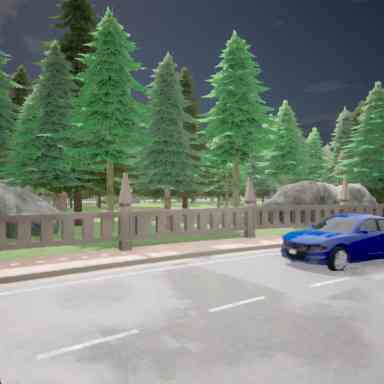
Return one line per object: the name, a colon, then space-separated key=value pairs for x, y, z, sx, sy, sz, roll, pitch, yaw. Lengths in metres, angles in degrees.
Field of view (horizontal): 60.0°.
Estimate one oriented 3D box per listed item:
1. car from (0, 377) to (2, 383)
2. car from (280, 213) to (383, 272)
car: x=-3.438 y=1.601 z=1.347 sx=4.718 sy=1.301 sz=1.895 roll=0 pitch=0 yaw=-35
car: x=5.172 y=1.477 z=10.839 sx=5.008 sy=1.535 sz=1.882 roll=0 pitch=0 yaw=-27
